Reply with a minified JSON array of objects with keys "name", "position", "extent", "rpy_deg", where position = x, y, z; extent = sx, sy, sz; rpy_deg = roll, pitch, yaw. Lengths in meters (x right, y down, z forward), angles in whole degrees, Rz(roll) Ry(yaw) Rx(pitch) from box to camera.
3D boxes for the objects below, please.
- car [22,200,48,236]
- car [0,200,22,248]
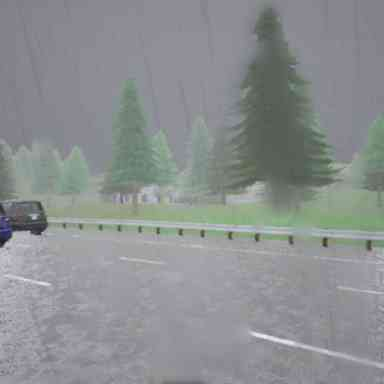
[{"name":"car","position":[-10.646,1.486,18.923],"extent":[5.566,2.045,2.150],"rpy_deg":[-1,0,30]},{"name":"car","position":[-10.301,1.452,14.662],"extent":[5.566,2.045,2.150],"rpy_deg":[-1,-1,31]}]
